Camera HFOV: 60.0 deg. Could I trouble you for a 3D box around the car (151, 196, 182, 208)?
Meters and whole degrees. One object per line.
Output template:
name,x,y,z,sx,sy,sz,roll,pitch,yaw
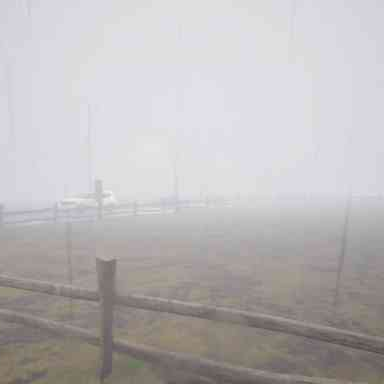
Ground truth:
car,-3.033,1.180,40.239,1.994,1.385,4.181,1,1,36

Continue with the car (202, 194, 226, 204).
car,3.297,1.051,48.959,1.994,1.385,4.181,1,1,36

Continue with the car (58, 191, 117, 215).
car,-9.619,0.972,31.115,2.150,2.045,5.566,1,1,36
